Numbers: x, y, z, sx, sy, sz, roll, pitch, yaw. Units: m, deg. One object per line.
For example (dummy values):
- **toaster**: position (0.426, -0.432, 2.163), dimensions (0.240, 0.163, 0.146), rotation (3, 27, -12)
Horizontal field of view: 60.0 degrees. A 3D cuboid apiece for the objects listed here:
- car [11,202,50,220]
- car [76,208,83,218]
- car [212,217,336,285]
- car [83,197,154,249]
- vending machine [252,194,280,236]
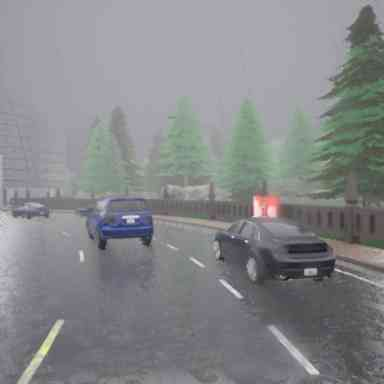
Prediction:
- **car**: position (-14.422, 1.641, 29.691), dimensions (4.674, 1.442, 1.812), rotation (-1, 0, 41)
- **car**: position (-8.239, 1.659, 28.684), dimensions (1.895, 1.301, 4.718), rotation (-1, 0, -42)
- **car**: position (2.012, 1.480, 9.535), dimensions (1.837, 1.490, 4.892), rotation (0, 0, -13)
- **car**: position (-3.405, 1.239, 15.110), dimensions (2.150, 2.045, 5.566), rotation (0, -1, -24)
- **vending machine**: position (3.817, 1.149, 17.179), dimensions (1.100, 2.100, 0.880), rotation (-1, 0, -22)
